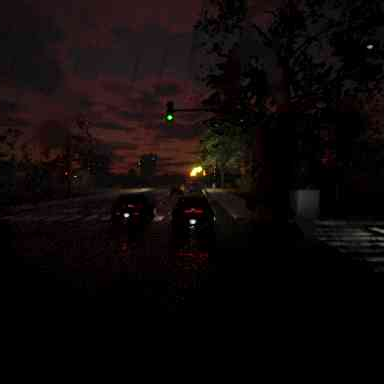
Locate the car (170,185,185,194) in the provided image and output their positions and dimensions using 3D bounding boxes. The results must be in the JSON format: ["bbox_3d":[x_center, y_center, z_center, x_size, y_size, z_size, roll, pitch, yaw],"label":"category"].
[{"bbox_3d":[-2.619,-0.286,56.916,1.994,1.385,4.181,0,2,1],"label":"car"}]

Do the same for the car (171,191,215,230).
[{"bbox_3d":[0.056,0.910,16.379,1.837,1.490,4.892,0,2,0],"label":"car"}]

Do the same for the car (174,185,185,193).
[{"bbox_3d":[-2.439,-0.706,66.942,1.882,1.535,5.008,0,2,1],"label":"car"}]

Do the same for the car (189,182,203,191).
[{"bbox_3d":[0.623,-0.622,56.493,2.150,2.045,5.566,0,2,1],"label":"car"}]

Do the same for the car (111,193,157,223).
[{"bbox_3d":[-3.168,0.841,18.673,1.837,1.490,4.892,0,1,1],"label":"car"}]
